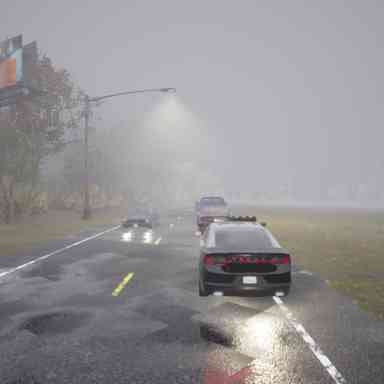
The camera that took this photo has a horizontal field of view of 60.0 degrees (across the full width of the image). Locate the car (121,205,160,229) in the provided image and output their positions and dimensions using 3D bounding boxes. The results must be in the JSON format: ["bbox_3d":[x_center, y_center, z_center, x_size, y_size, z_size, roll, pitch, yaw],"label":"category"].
[{"bbox_3d":[-3.247,1.614,22.296,2.033,1.411,5.357,0,0,2],"label":"car"}]

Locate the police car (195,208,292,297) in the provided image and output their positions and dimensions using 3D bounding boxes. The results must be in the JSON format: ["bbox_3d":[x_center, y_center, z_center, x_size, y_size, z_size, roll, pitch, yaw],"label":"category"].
[{"bbox_3d":[1.108,1.438,8.766,1.930,1.638,5.238,0,0,1],"label":"police car"}]

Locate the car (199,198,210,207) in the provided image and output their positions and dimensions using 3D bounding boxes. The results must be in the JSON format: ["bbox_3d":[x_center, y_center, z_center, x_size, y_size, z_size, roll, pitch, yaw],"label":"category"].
[{"bbox_3d":[2.265,1.850,59.382,1.882,1.535,5.008,0,-1,4],"label":"car"}]

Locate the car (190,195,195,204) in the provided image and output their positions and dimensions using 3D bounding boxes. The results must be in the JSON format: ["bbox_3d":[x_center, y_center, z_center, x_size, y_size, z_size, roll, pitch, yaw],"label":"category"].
[{"bbox_3d":[0.852,1.836,81.964,2.150,2.045,5.566,0,-1,6],"label":"car"}]

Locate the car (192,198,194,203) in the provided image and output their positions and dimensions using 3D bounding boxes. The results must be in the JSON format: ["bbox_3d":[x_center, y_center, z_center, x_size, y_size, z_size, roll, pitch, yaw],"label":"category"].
[{"bbox_3d":[1.442,1.780,46.570,1.812,1.442,4.674,0,-1,4],"label":"car"}]

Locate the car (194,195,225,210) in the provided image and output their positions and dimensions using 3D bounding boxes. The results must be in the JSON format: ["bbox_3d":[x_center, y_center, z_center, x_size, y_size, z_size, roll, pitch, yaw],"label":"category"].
[{"bbox_3d":[1.465,1.304,24.630,2.150,2.045,5.566,0,0,2],"label":"car"}]

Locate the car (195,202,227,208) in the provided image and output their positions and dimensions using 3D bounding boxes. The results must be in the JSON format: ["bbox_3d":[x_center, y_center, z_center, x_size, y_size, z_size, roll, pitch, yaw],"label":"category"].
[{"bbox_3d":[1.292,1.526,18.621,1.882,1.535,5.008,0,0,1],"label":"car"}]
